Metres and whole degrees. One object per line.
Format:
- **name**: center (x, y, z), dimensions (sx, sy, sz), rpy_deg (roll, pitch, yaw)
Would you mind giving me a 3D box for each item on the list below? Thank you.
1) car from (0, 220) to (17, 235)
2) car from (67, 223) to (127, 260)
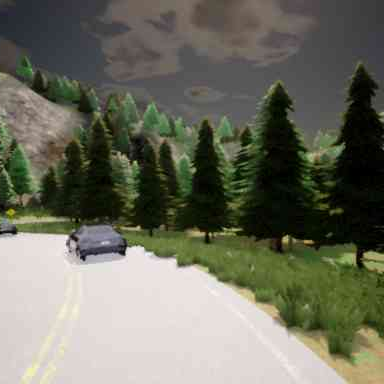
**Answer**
- **car**: center (-16.763, 3.116, 28.741), dimensions (4.181, 1.385, 1.994), rpy_deg (-5, -1, 44)
- **car**: center (-4.417, 2.100, 15.134), dimensions (1.994, 1.385, 4.181), rpy_deg (-2, -2, -28)
